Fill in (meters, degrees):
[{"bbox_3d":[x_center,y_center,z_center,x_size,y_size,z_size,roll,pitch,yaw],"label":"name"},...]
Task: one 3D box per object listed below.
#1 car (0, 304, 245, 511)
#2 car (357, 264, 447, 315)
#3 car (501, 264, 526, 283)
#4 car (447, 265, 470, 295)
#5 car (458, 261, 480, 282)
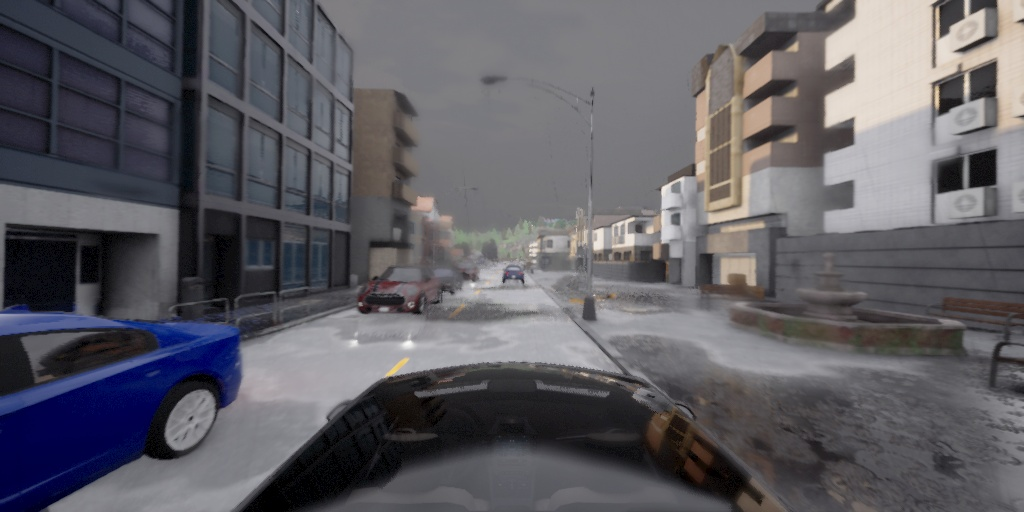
[{"bbox_3d":[-4.096,1.163,2.127,1.882,1.535,5.008,1,-1,0],"label":"car"},{"bbox_3d":[-4.071,1.139,13.712,2.097,1.767,4.553,1,0,0],"label":"car"},{"bbox_3d":[0.133,1.539,31.418,1.812,1.442,4.674,1,-1,0],"label":"car"},{"bbox_3d":[-3.969,1.433,21.142,2.033,1.411,5.357,1,-1,0],"label":"car"},{"bbox_3d":[-3.969,1.293,31.016,2.097,1.767,4.553,1,-1,1],"label":"car"}]
